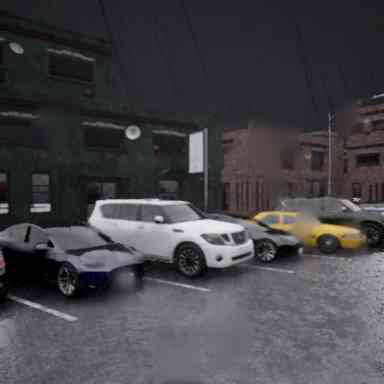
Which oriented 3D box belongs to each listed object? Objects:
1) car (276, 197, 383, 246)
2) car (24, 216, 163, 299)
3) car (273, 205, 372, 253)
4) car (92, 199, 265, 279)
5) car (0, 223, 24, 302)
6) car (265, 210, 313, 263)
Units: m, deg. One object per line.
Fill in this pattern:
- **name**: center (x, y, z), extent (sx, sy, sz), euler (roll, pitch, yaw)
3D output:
- **car**: center (6.459, 1.238, 15.537), extent (5.566, 2.045, 2.435), euler (-1, -1, 35)
- **car**: center (-3.362, 1.515, 8.612), extent (4.792, 1.488, 2.163), euler (-1, -1, 35)
- **car**: center (4.134, 1.482, 13.702), extent (5.366, 1.575, 1.946), euler (-1, -1, 35)
- **car**: center (-0.910, 1.233, 10.340), extent (5.566, 2.045, 2.435), euler (-1, -1, 35)
- **car**: center (-5.824, 1.361, 6.873), extent (4.553, 1.767, 2.185), euler (-1, -1, 35)
- **car**: center (1.549, 1.515, 12.062), extent (4.792, 1.488, 2.163), euler (-1, -1, 35)
